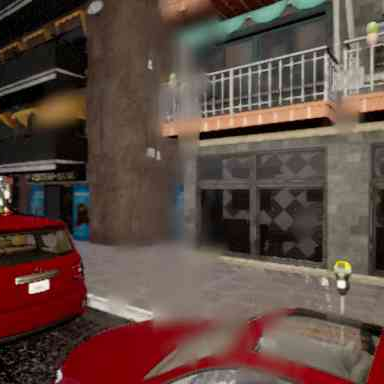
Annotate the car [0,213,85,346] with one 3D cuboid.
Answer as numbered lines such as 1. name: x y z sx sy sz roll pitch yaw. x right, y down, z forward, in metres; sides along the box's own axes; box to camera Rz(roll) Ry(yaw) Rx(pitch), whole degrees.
1. car: -3.905 1.288 5.664 5.009 1.841 2.192 0 0 36

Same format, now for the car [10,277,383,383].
1. car: 0.676 1.579 2.395 4.206 1.307 1.802 0 0 36
